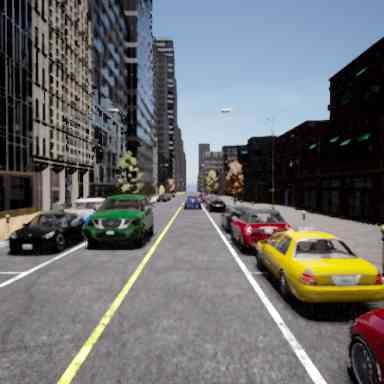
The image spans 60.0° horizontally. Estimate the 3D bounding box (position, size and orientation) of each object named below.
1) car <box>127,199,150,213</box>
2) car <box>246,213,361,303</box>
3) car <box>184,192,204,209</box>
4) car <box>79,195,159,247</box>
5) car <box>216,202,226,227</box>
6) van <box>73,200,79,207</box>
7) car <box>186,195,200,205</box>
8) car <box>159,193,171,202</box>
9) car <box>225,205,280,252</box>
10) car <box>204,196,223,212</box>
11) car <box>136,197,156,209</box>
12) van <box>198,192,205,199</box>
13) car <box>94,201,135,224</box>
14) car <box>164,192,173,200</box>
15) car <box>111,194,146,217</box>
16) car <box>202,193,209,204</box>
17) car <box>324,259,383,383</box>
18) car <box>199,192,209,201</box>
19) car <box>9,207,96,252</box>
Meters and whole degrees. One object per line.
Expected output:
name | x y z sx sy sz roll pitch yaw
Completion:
car | -5.704 1.428 36.205 1.802 1.307 4.206 -1 0 0
car | 2.679 1.490 8.099 1.752 1.417 4.829 -1 0 0
car | 0.102 1.170 42.841 2.097 1.767 4.553 0 0 0
car | -3.007 1.158 15.075 2.150 2.045 5.566 0 0 0
car | 2.679 1.483 19.217 1.947 1.339 4.313 -1 0 0
van | -5.675 1.258 19.272 1.690 1.788 3.998 -1 0 0
car | 0.100 1.267 53.134 2.128 1.511 4.902 0 0 0
car | -5.700 1.295 64.425 1.947 1.339 4.313 -1 0 0
car | 2.677 1.381 13.572 1.967 1.590 4.097 -1 0 0
car | 2.680 1.412 36.149 1.947 1.339 4.313 -1 0 0
car | -5.700 1.389 41.849 1.947 1.339 4.313 -1 0 0
van | 2.677 0.957 92.588 1.690 1.788 3.998 -1 0 0
car | -5.685 1.444 24.917 2.008 1.369 4.403 -1 0 0
car | -5.703 1.022 70.067 2.192 1.841 5.009 -1 0 0
car | -5.713 1.185 30.560 2.192 1.841 5.009 -1 0 0
car | 2.678 1.263 41.792 1.967 1.590 4.097 -1 0 0
car | 2.679 1.571 2.285 1.802 1.307 4.206 -1 0 0
car | 2.676 0.999 75.655 2.192 1.841 5.009 -1 0 0
car | -5.668 1.507 13.629 1.947 1.339 4.313 -1 0 0
